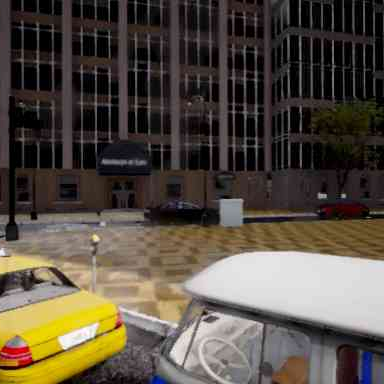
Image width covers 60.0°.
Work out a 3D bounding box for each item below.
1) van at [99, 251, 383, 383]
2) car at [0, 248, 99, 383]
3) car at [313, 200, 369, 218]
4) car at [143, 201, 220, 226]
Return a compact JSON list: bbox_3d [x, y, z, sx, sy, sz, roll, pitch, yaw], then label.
[{"bbox_3d":[1.544,1.341,1.627,3.998,1.788,1.690,0,0,36],"label":"van"},{"bbox_3d":[-3.102,1.524,4.940,4.829,1.417,1.752,0,0,36],"label":"car"},{"bbox_3d":[11.929,1.297,26.672,4.181,1.385,1.994,0,0,-14],"label":"car"},{"bbox_3d":[-0.581,1.307,20.645,4.902,1.511,2.128,0,0,-14],"label":"car"}]
